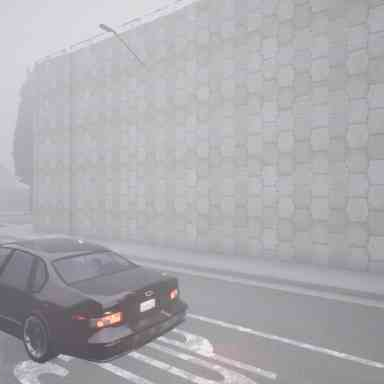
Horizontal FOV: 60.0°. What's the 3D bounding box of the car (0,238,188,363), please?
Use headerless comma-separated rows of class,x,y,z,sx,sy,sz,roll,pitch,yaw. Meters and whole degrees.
car,-2.638,1.547,5.859,5.357,1.411,2.033,0,0,35
